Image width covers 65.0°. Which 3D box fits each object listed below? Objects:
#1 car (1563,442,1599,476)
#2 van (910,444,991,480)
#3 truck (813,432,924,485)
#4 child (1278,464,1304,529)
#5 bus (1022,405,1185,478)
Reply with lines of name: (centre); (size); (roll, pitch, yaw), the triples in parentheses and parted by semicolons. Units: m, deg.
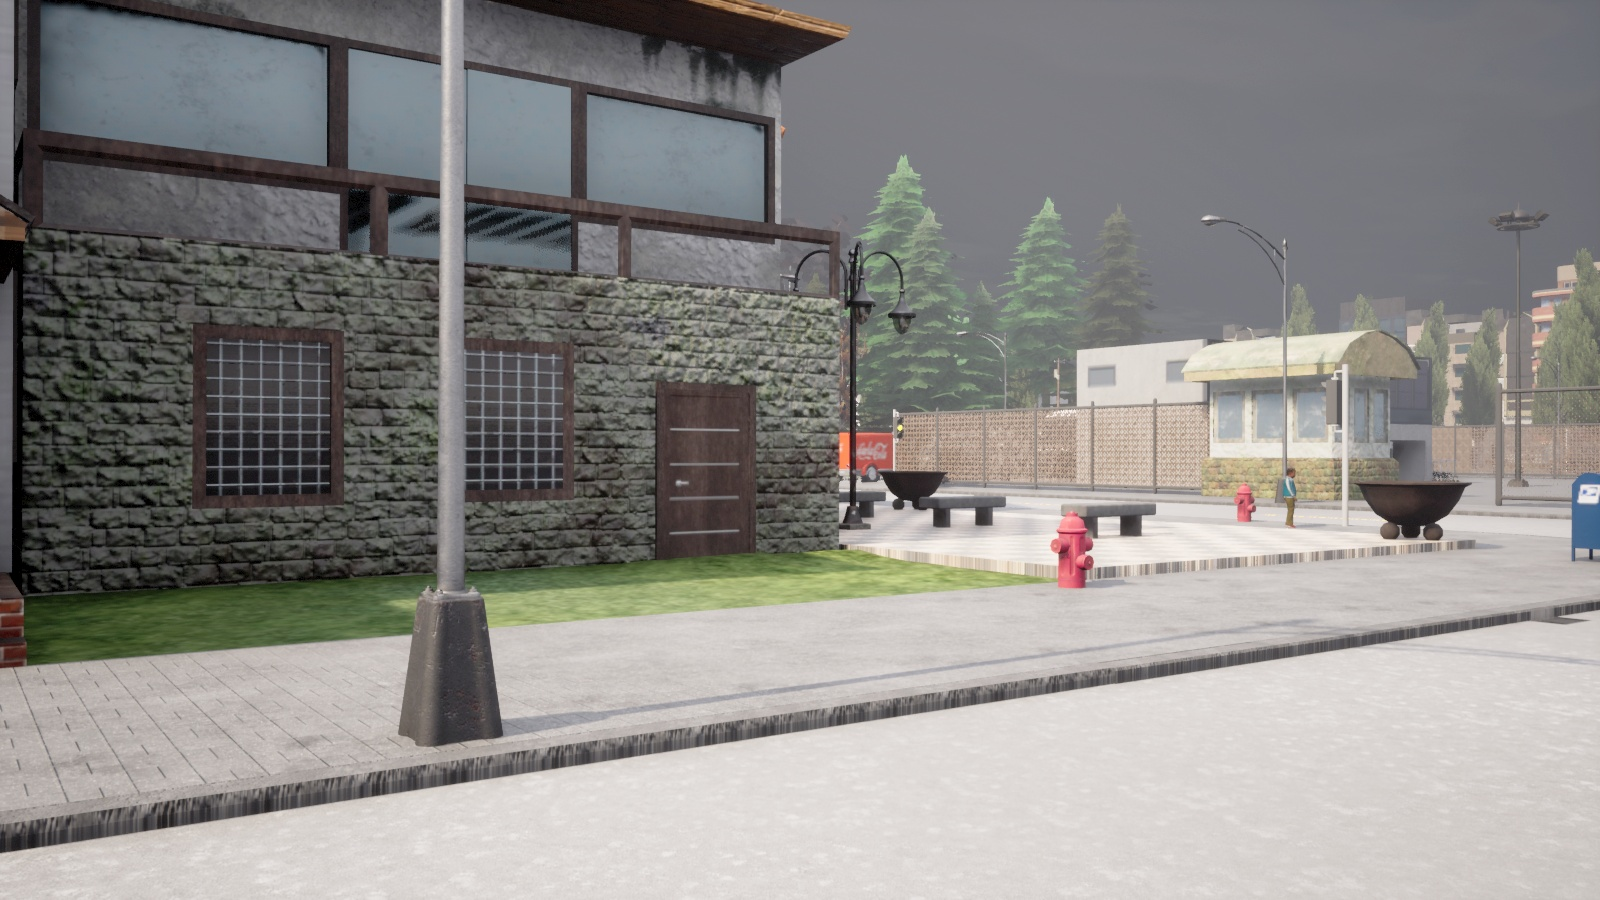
car: (48.672, 0.542, 74.332); (2.150, 2.045, 5.566); (0, 0, -34)
van: (8.448, 0.651, 70.230); (4.442, 1.987, 1.775); (0, 0, -35)
truck: (3.386, 0.399, 61.156); (2.627, 2.467, 5.204); (-1, -1, 43)
child: (9.239, 0.870, 23.637); (0.448, 1.192, 0.343); (0, 0, 22)
bus: (18.819, -0.482, 77.448); (10.273, 4.253, 3.944); (0, 0, -35)
